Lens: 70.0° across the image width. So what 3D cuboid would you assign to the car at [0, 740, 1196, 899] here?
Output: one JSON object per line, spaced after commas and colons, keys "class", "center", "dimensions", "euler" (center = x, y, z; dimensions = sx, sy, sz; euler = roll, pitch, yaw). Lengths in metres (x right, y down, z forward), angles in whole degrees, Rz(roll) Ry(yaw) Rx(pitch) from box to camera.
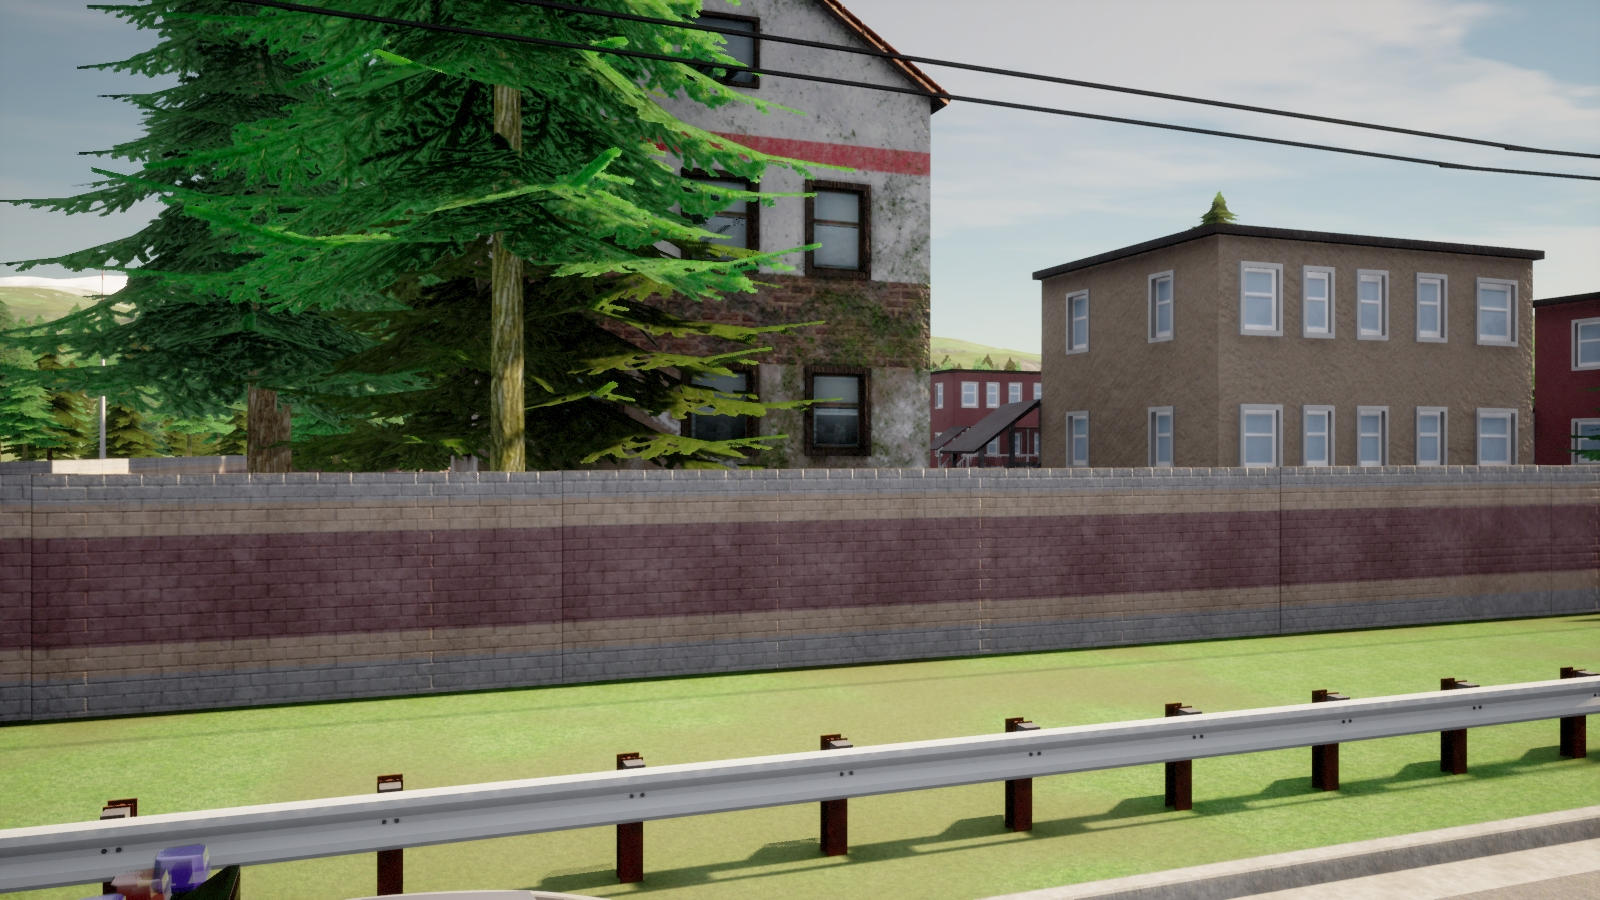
{"class": "car", "center": [-1.671, 1.982, 2.695], "dimensions": [5.238, 1.638, 2.097], "euler": [0, 0, -20]}
